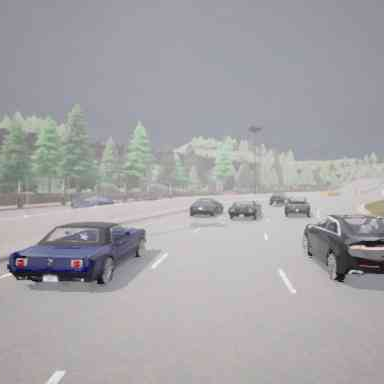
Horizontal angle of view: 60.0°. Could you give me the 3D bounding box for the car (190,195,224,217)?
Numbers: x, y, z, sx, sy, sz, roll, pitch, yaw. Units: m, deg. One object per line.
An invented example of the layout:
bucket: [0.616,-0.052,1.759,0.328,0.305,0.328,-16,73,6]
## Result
car: [1.261,1.193,26.985,1.994,1.385,4.181,0,1,18]

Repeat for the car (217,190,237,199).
car: [7.108,0.427,67.494,2.097,1.767,4.553,1,1,36]

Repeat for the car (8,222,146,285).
car: [-2.671,1.474,9.115,1.895,1.301,4.718,0,1,7]

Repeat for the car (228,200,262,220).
car: [4.039,1.263,24.563,1.895,1.301,4.718,0,1,17]

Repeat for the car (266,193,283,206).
car: [11.037,0.936,41.417,1.837,1.490,4.892,0,0,29]

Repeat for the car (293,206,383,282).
car: [4.421,1.364,9.218,2.128,1.511,4.902,0,1,7]

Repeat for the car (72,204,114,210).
car: [-8.876,1.107,30.340,1.812,1.442,4.674,0,1,18]

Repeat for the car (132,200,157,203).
car: [-4.557,1.121,32.226,1.994,1.385,4.181,0,1,20]

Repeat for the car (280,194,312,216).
car: [8.560,1.123,26.874,2.128,1.511,4.902,0,1,19]
